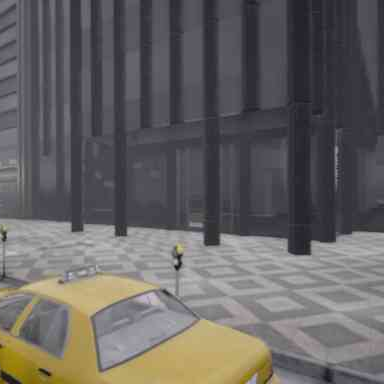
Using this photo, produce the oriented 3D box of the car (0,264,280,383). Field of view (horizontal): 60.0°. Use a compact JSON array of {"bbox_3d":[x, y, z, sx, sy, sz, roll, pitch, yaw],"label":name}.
[{"bbox_3d":[-1.467,1.550,3.926,4.829,1.417,1.752,-1,0,37],"label":"car"}]
